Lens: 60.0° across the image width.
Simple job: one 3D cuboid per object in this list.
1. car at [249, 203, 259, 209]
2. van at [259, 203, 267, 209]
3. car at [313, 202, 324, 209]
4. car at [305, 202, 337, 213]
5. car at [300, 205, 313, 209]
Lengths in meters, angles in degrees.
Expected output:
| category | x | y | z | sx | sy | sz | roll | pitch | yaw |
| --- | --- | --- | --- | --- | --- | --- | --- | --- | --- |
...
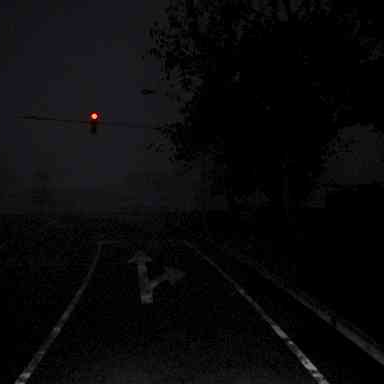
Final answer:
| category | x | y | z | sx | sy | sz | roll | pitch | yaw |
| --- | --- | --- | --- | --- | --- | --- | --- | --- | --- |
| car | 9.318 | 3.279 | 62.062 | 1.946 | 1.575 | 5.366 | 3 | -7 | -38 |
| van | 12.106 | 3.091 | 63.061 | 1.878 | 1.987 | 4.442 | 3 | -7 | -38 |
| car | 23.379 | 3.444 | 66.833 | 2.097 | 1.535 | 5.008 | 3 | -7 | -38 |
| car | 26.186 | 3.228 | 67.795 | 2.435 | 2.045 | 5.566 | 3 | -7 | -38 |
| car | 20.544 | 3.413 | 65.896 | 2.231 | 1.521 | 4.892 | 3 | -7 | -38 |
